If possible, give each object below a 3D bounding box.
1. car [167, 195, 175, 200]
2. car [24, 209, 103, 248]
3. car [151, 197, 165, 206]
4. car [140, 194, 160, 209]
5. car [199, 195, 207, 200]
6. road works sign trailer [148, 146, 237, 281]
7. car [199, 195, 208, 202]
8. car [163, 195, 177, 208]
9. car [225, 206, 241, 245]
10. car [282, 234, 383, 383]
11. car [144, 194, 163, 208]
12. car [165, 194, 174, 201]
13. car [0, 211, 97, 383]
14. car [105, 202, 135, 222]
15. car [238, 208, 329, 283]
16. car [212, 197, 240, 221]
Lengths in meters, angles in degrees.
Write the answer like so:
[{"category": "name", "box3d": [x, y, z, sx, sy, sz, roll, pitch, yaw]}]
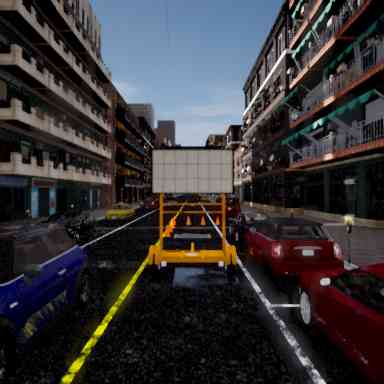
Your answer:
[{"category": "car", "box3d": [-5.557, 1.498, 88.608, 1.887, 1.381, 4.507, 0, 0, 0]}, {"category": "car", "box3d": [-5.666, 1.562, 15.334, 1.947, 1.339, 4.313, 0, 0, 0]}, {"category": "car", "box3d": [-5.608, 1.559, 54.790, 1.802, 1.307, 4.206, 0, 0, 0]}, {"category": "car", "box3d": [-5.624, 1.423, 43.517, 1.967, 1.590, 4.097, 0, 0, 0]}, {"category": "car", "box3d": [2.823, 1.498, 88.592, 1.887, 1.381, 4.507, 0, 0, 0]}, {"category": "road works sign trailer", "box3d": [0.016, 0.462, 9.819, 2.380, 3.560, 2.880, 0, 0, 0]}, {"category": "car", "box3d": [2.807, 1.487, 77.489, 1.752, 1.417, 4.829, 0, 0, 0]}, {"category": "car", "box3d": [-3.026, 1.507, 46.543, 1.812, 1.442, 4.674, 0, 0, 0]}, {"category": "car", "box3d": [2.715, 1.547, 15.318, 2.008, 1.369, 4.403, 0, 0, 0]}, {"category": "car", "box3d": [2.699, 1.544, 4.046, 1.887, 1.381, 4.507, 0, 0, 0]}, {"category": "car", "box3d": [-5.615, 1.295, 49.154, 2.192, 1.841, 5.009, 0, 0, 0]}, {"category": "car", "box3d": [-5.566, 1.398, 82.971, 1.967, 1.590, 4.097, 0, 0, 0]}, {"category": "car", "box3d": [-3.092, 1.351, 4.853, 2.097, 1.767, 4.553, 0, 0, 0]}, {"category": "car", "box3d": [-5.649, 1.517, 26.437, 1.752, 1.417, 4.829, 0, 0, 0]}, {"category": "car", "box3d": [2.707, 1.438, 9.683, 1.967, 1.590, 4.097, 0, 0, 0]}, {"category": "car", "box3d": [2.733, 1.307, 26.591, 2.192, 1.841, 5.009, 0, 0, 0]}]
